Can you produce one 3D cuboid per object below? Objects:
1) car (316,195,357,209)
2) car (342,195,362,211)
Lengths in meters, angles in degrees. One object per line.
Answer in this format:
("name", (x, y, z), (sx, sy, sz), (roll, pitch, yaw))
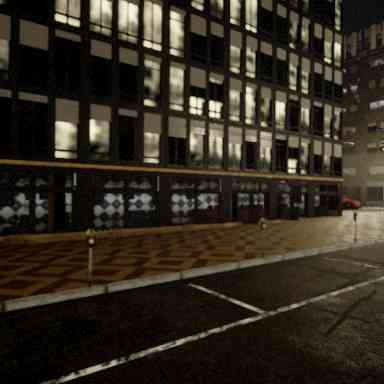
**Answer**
("car", (20.800, 1.372, 48.169), (2.192, 1.841, 5.009), (0, 0, -34))
("car", (17.018, 1.271, 38.846), (2.192, 1.841, 5.009), (0, 0, -34))
